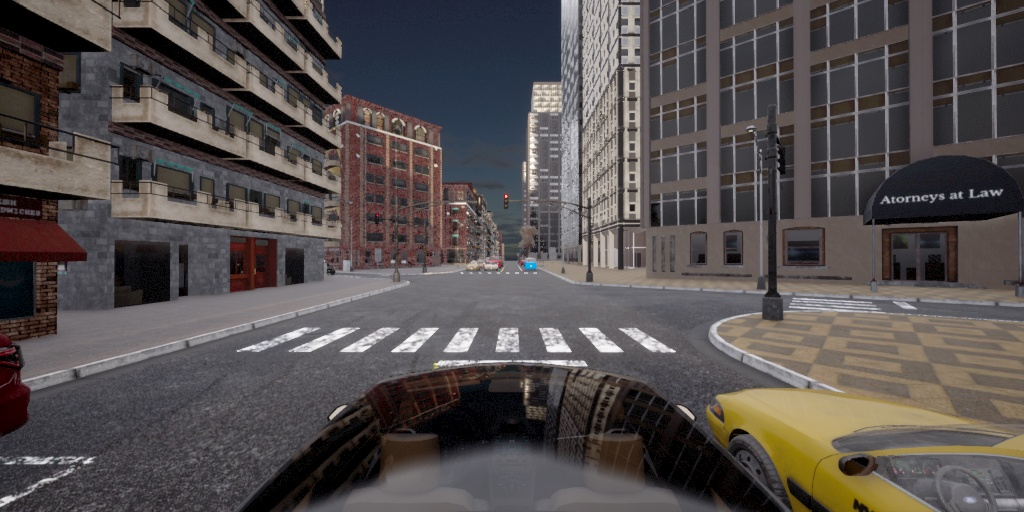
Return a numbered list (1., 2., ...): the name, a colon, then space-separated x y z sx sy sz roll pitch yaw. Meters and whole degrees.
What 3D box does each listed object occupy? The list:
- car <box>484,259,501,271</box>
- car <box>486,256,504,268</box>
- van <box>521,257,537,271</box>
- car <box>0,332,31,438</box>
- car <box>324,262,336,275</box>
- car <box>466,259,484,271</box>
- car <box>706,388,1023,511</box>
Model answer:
1. car: -2.871 1.396 50.192 1.895 1.301 4.718 0 0 -2
2. car: -2.858 1.037 59.699 2.150 2.045 5.566 0 0 0
3. van: 2.543 1.136 50.081 1.690 1.789 3.998 0 0 0
4. car: -5.314 1.065 1.078 2.192 1.841 5.009 0 0 0
5. car: -22.369 1.455 41.775 4.892 1.490 1.837 -1 -1 41
6. car: -5.337 1.320 49.908 1.751 1.417 4.829 0 0 0
7. car: 2.566 1.275 1.258 1.751 1.417 4.829 0 0 0
